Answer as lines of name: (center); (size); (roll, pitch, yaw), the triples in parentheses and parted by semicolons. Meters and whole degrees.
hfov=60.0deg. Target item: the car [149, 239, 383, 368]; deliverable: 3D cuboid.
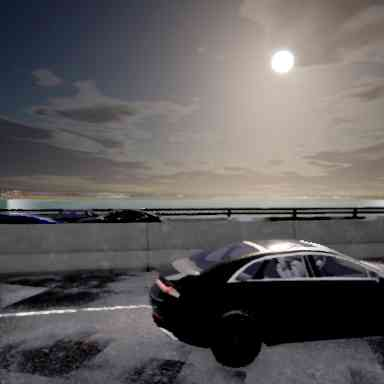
car: (1.767, 1.563, 5.487); (4.902, 1.511, 2.128); (0, -1, -12)

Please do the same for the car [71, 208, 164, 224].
car: (-4.034, 1.714, 18.766); (4.892, 1.490, 1.837); (0, -1, -12)

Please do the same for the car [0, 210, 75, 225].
car: (-7.764, 1.672, 14.384); (4.674, 1.442, 1.812); (0, -1, -12)
